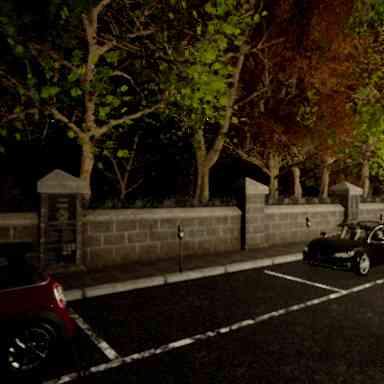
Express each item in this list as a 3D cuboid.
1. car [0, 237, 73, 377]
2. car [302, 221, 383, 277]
[{"bbox_3d":[-3.697,1.435,3.922,4.097,1.590,1.967,0,0,-35],"label":"car"},{"bbox_3d":[5.276,1.612,10.413,4.403,1.369,2.008,0,0,-35],"label":"car"}]
